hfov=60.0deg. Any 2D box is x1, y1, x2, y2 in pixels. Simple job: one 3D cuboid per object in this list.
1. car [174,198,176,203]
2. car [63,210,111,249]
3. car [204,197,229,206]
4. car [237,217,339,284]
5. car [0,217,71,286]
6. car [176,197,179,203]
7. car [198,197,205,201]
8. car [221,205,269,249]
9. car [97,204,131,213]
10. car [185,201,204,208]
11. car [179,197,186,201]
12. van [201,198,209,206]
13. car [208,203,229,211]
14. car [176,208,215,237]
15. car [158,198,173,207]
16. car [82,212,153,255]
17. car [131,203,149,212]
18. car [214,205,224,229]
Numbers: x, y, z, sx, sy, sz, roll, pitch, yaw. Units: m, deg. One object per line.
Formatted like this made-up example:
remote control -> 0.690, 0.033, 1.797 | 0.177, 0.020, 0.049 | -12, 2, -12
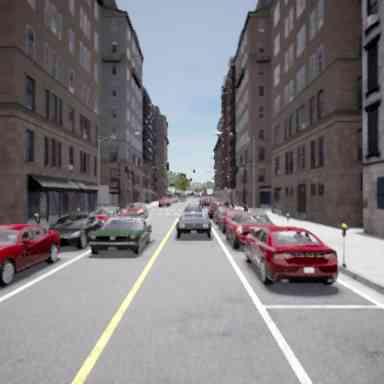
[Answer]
car -> -5.404, 2.351, 76.016 | 2.008, 1.369, 4.403 | 0, -1, 0
car -> -5.386, 1.731, 15.405 | 1.947, 1.339, 4.313 | 0, -1, 0
car -> 2.642, 1.659, 32.453 | 2.192, 1.841, 5.009 | 0, -1, 0
car -> 2.639, 1.649, 9.723 | 1.887, 1.381, 4.507 | 0, -1, 0
car -> -5.386, 1.649, 9.724 | 1.887, 1.381, 4.507 | 0, -1, 0
car -> -5.395, 2.517, 92.526 | 1.887, 1.381, 4.507 | 0, -1, 0
car -> 2.708, 1.943, 59.508 | 2.192, 1.841, 5.009 | 0, -1, 0
car -> 2.640, 1.605, 15.406 | 1.967, 1.590, 4.097 | 0, -1, 0
car -> -5.385, 1.665, 21.089 | 1.967, 1.590, 4.097 | 0, -1, 0
car -> 0.165, 1.930, 34.524 | 1.994, 1.385, 4.181 | 0, -1, 1
car -> -2.738, 2.323, 93.501 | 2.097, 1.767, 4.553 | 0, -1, 0
van -> 2.701, 2.084, 70.514 | 1.690, 1.788, 3.998 | 0, -1, 0
car -> 2.641, 1.835, 26.769 | 2.008, 1.369, 4.403 | 0, -1, 0
car -> 0.102, 1.808, 19.426 | 1.895, 1.301, 4.718 | 0, -1, 0
car -> -5.410, 2.001, 65.011 | 2.192, 1.841, 5.009 | 0, -1, 0
car -> -2.848, 1.752, 14.127 | 1.895, 1.301, 4.718 | 0, -1, 0
car -> -5.383, 1.784, 32.452 | 1.967, 1.590, 4.097 | 0, -1, 0
car -> 2.640, 1.769, 21.087 | 1.887, 1.381, 4.507 | 0, -1, 0
